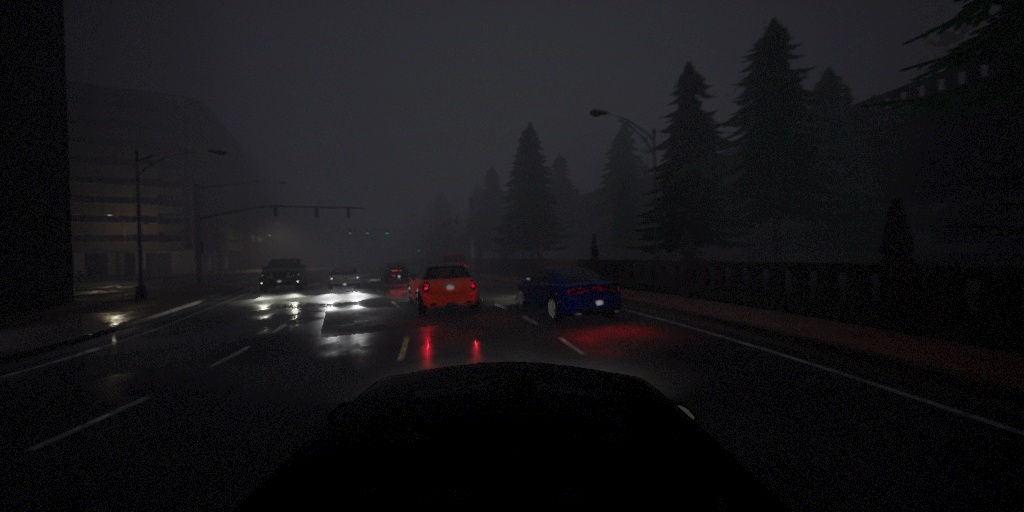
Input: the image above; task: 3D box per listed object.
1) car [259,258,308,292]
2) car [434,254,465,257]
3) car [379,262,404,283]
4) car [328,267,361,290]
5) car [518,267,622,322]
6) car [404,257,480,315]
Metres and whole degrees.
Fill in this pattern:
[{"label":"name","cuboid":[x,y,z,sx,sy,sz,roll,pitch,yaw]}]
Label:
[{"label":"car","cuboid":[-14.859,1.153,23.585,2.150,2.045,5.566,-2,0,-25]},{"label":"car","cuboid":[-5.030,0.862,27.578,2.150,2.045,5.566,-2,1,-25]},{"label":"car","cuboid":[-9.284,1.246,28.370,1.837,1.490,4.892,-2,0,-25]},{"label":"car","cuboid":[-11.101,1.430,23.822,1.895,1.301,4.718,-2,1,-25]},{"label":"car","cuboid":[1.648,1.092,11.961,1.882,1.535,5.008,-1,0,-16]},{"label":"car","cuboid":[-2.787,1.061,13.891,2.097,1.767,4.553,-2,1,-21]}]
